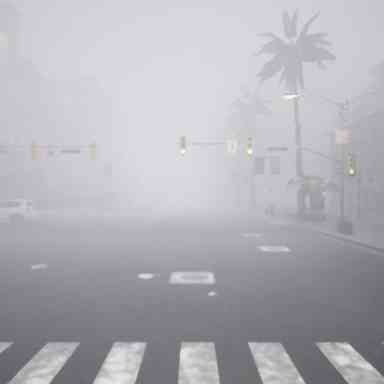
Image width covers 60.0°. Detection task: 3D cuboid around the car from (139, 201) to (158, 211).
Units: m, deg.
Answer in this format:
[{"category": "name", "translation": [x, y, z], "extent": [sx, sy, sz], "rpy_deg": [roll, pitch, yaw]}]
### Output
[{"category": "car", "translation": [-6.988, 2.224, 51.426], "extent": [2.033, 1.411, 5.357], "rpy_deg": [0, 0, 0]}]

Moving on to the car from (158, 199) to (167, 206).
[{"category": "car", "translation": [-6.990, 2.332, 75.825], "extent": [2.097, 1.767, 4.553], "rpy_deg": [0, -1, 0]}]

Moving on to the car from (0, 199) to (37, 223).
[{"category": "car", "translation": [-16.261, 1.656, 28.309], "extent": [5.566, 2.045, 2.150], "rpy_deg": [0, 2, -11]}]
